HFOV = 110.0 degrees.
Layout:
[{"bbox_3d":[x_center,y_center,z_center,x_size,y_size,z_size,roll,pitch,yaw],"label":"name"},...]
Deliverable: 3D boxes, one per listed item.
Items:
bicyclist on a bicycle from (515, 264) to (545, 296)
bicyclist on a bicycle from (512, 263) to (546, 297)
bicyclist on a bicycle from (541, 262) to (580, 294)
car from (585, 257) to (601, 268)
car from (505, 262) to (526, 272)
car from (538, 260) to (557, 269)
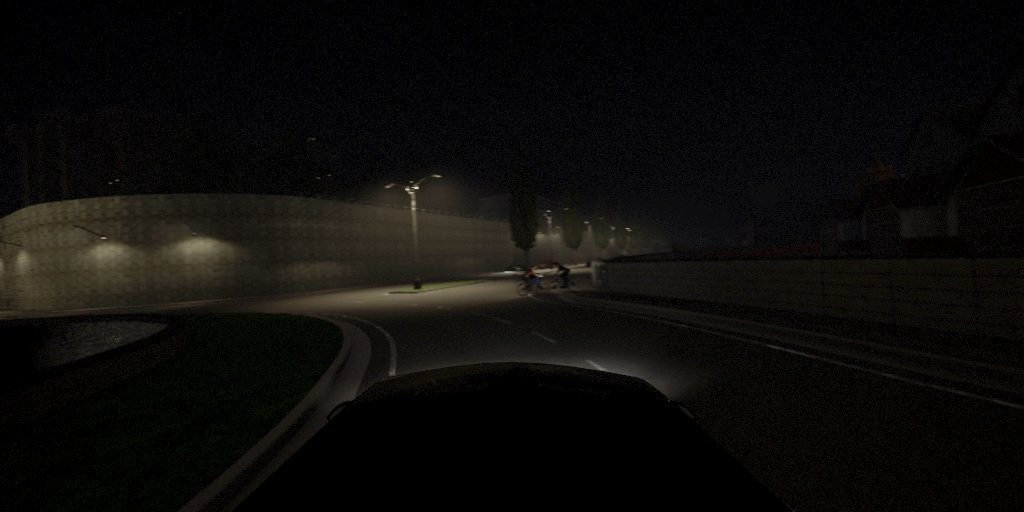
[{"bbox_3d":[1.069,1.264,18.867,1.656,1.620,0.582,-4,0,-6],"label":"bicyclist on a bicycle"},{"bbox_3d":[1.103,1.538,22.809,1.620,1.656,0.582,24,-9,-17],"label":"bicyclist on a bicycle"},{"bbox_3d":[2.545,1.075,18.389,1.656,1.620,0.582,-13,-3,14],"label":"bicyclist on a bicycle"},{"bbox_3d":[12.462,0.919,53.276,2.033,1.411,5.357,-4,0,30],"label":"car"},{"bbox_3d":[0.631,1.679,55.737,1.994,1.385,4.181,-4,0,30],"label":"car"},{"bbox_3d":[5.849,1.337,57.835,1.812,1.442,4.674,-4,-1,30],"label":"car"}]
